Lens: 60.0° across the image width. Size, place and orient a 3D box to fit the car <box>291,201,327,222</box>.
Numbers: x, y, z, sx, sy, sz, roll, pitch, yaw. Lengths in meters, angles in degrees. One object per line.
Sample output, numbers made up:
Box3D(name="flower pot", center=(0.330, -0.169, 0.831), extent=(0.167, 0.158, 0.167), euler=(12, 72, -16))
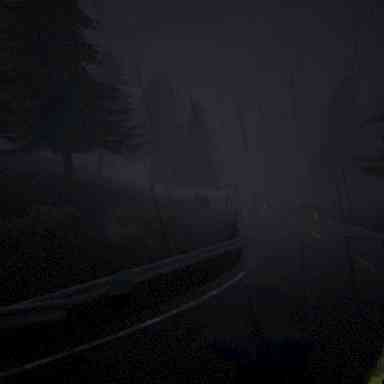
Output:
Box3D(name="car", center=(9.909, 1.681, 27.954), extent=(1.837, 1.490, 4.892), euler=(-1, 0, 8))

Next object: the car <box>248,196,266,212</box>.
Box3D(name="car", center=(8.832, 1.575, 45.195), extent=(2.150, 2.045, 5.566), euler=(-1, -1, 10))

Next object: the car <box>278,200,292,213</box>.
Box3D(name="car", center=(12.027, 1.767, 41.973), extent=(1.882, 1.535, 5.008), euler=(-1, 0, 9))
